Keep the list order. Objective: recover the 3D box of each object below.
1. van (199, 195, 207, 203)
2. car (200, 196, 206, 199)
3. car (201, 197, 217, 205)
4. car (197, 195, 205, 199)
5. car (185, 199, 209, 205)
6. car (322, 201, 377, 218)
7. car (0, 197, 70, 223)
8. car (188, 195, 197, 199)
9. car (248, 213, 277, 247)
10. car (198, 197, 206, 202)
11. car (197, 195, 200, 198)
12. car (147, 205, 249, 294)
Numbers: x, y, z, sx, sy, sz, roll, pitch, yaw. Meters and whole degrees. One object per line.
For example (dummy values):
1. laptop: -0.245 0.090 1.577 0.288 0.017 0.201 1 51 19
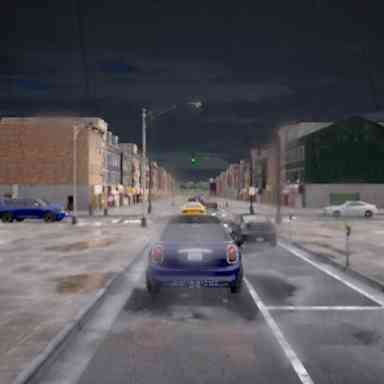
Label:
1. van: 2.663 1.722 80.704 1.690 1.788 3.998 -1 0 0
2. car: 2.656 1.855 58.573 1.802 1.307 4.206 -1 0 0
3. car: 2.649 1.763 47.509 1.887 1.381 4.507 -1 0 0
4. car: 2.661 1.872 69.638 1.887 1.381 4.507 -1 0 0
5. car: 0.106 1.600 26.768 1.882 1.535 5.008 0 0 0
6. car: 14.172 1.542 29.955 4.674 1.442 1.812 0 1 -2
7. car: -12.923 1.459 27.019 5.566 2.045 2.150 0 1 0
8. car: 0.047 1.888 82.044 1.837 1.490 4.892 0 0 0
9. car: 2.631 1.616 15.064 2.008 1.369 4.403 -1 0 0
10. car: 2.674 1.986 91.769 2.008 1.369 4.403 -1 0 0
11. car: 2.662 1.794 75.171 1.967 1.590 4.097 -1 0 0
12. car: 0.077 1.390 9.090 2.097 1.767 4.553 0 0 0
